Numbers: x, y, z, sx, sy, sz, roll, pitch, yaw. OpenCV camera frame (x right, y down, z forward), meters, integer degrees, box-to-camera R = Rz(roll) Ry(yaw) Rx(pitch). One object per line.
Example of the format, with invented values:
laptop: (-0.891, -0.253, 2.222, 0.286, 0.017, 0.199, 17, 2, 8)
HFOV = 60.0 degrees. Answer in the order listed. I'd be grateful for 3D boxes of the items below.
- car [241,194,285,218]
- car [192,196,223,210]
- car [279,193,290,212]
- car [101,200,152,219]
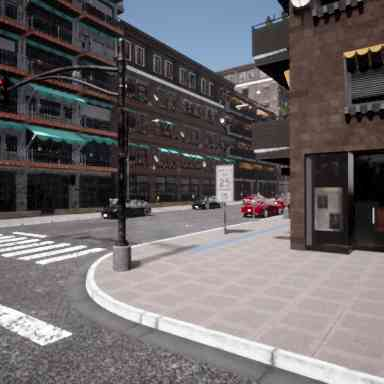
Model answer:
car: (5.322, 1.117, 25.162, 1.887, 1.381, 4.507, 1, 1, 35)
car: (1.707, 1.081, 34.700, 1.947, 1.339, 4.313, 1, 1, 35)
car: (8.531, 1.064, 29.827, 1.802, 1.307, 4.206, 1, 1, 35)
car: (-4.932, 1.263, 25.524, 1.947, 1.339, 4.313, 1, 1, 35)
